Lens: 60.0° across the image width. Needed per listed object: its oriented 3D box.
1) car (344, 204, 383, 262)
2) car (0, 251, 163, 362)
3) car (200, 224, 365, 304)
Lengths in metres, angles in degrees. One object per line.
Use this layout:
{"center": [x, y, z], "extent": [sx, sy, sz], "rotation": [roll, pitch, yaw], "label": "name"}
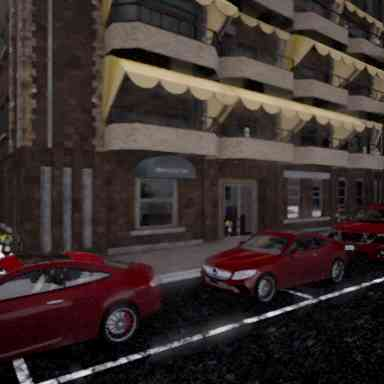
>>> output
{"center": [6.756, 1.341, 11.396], "extent": [5.009, 1.841, 2.192], "rotation": [0, 0, -36], "label": "car"}
{"center": [-2.434, 1.584, 4.825], "extent": [4.206, 1.307, 1.802], "rotation": [0, 0, -36], "label": "car"}
{"center": [2.161, 1.596, 8.110], "extent": [4.206, 1.307, 1.802], "rotation": [0, 0, -36], "label": "car"}
